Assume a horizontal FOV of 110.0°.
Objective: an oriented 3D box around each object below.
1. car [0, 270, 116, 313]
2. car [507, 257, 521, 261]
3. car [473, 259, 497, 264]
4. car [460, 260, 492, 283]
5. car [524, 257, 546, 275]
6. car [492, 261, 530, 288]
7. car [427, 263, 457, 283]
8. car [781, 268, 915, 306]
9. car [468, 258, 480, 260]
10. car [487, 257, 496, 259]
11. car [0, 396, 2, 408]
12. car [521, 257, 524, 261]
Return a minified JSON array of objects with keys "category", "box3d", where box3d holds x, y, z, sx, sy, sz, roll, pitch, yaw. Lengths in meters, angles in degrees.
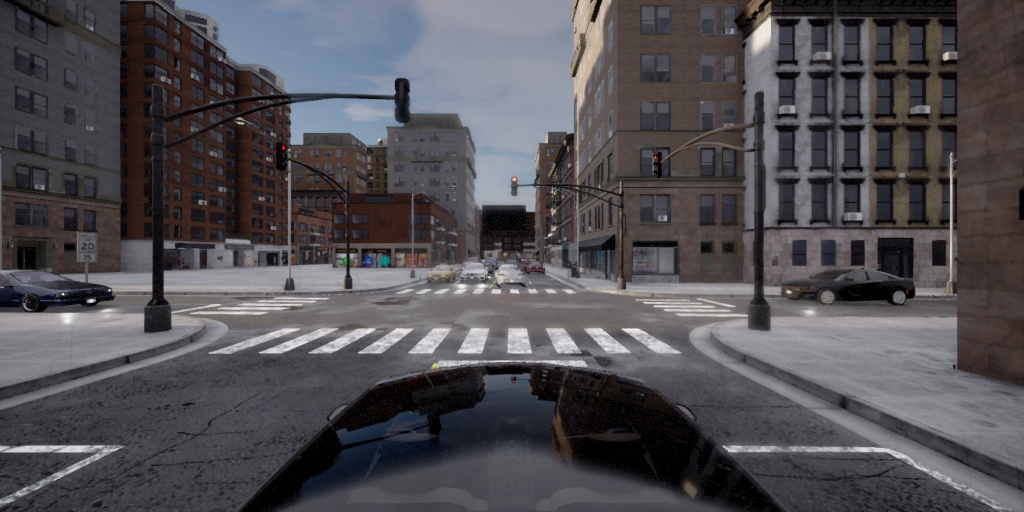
[{"category":"car","box3d":[-17.810,1.215,12.912,5.357,1.411,2.033,0,0,0]},{"category":"car","box3d":[0.069,1.104,47.528,2.097,1.767,4.553,0,0,0]},{"category":"car","box3d":[-2.858,1.315,37.879,1.994,1.385,4.181,0,0,1]},{"category":"car","box3d":[-2.862,1.276,28.086,1.812,1.442,4.674,0,0,0]},{"category":"car","box3d":[2.616,1.191,39.443,1.967,1.591,4.097,0,0,0]},{"category":"car","box3d":[-0.174,1.276,23.834,1.812,1.442,4.674,-1,0,-4]},{"category":"car","box3d":[-5.403,1.276,27.945,1.751,1.417,4.829,0,0,0]},{"category":"car","box3d":[14.760,1.310,15.921,5.008,1.535,1.882,0,0,-1]},{"category":"car","box3d":[-5.413,1.303,45.101,2.007,1.370,4.403,0,0,0]},{"category":"car","box3d":[-2.862,1.244,48.075,2.128,1.511,4.902,0,0,0]},{"category":"car","box3d":[-5.388,1.300,1.270,2.007,1.370,4.403,0,0,0]},{"category":"car","box3d":[2.612,1.067,45.105,2.192,1.841,5.009,0,0,0]}]
